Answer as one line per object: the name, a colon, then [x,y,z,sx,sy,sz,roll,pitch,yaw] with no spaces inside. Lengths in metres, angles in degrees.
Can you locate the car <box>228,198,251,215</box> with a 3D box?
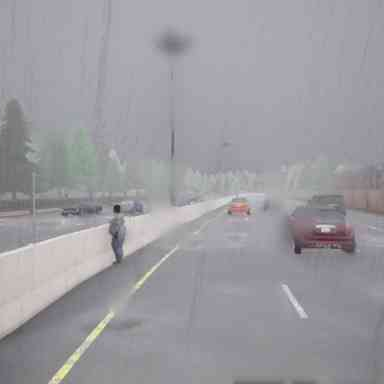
car: [4.916,1.355,34.210,2.097,1.767,4.553,0,0,10]

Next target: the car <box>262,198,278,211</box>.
car: [9.562,1.508,40.311,1.837,1.490,4.892,0,0,10]

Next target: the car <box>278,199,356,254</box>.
car: [4.978,1.353,13.697,2.097,1.767,4.553,0,0,8]

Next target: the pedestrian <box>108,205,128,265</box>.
pedestrian: [-2.276,1.295,10.272,0.375,1.860,0.375,0,0,7]

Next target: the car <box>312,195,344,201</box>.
car: [10.725,1.223,26.802,2.150,2.045,5.566,0,0,10]

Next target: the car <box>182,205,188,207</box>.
car: [-1.264,1.508,40.546,1.837,1.490,4.892,0,0,10]

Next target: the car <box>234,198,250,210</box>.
car: [6.636,1.567,44.083,1.994,1.385,4.181,0,0,10]
